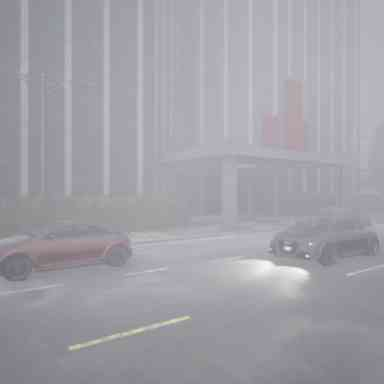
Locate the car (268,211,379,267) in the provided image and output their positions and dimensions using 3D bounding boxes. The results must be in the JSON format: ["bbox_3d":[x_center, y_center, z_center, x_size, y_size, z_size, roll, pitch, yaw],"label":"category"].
[{"bbox_3d":[4.607,1.575,11.500,4.181,1.385,1.994,0,0,-35],"label":"car"}]

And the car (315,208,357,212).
[{"bbox_3d":[7.681,1.564,18.031,5.357,1.411,2.033,0,0,-35],"label":"car"}]

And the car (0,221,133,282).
[{"bbox_3d":[-3.877,1.564,9.803,4.181,1.385,1.994,0,0,-35],"label":"car"}]
